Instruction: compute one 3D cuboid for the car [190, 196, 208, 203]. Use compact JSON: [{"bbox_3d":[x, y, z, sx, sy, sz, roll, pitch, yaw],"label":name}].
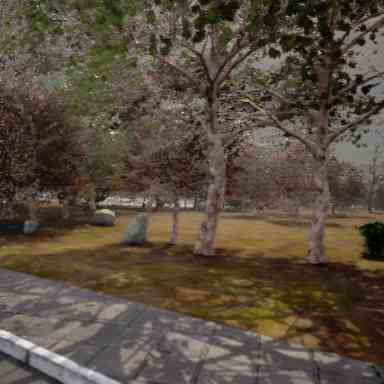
[{"bbox_3d":[1.893,2.066,92.121,2.435,2.045,5.566,5,1,43],"label":"car"}]
